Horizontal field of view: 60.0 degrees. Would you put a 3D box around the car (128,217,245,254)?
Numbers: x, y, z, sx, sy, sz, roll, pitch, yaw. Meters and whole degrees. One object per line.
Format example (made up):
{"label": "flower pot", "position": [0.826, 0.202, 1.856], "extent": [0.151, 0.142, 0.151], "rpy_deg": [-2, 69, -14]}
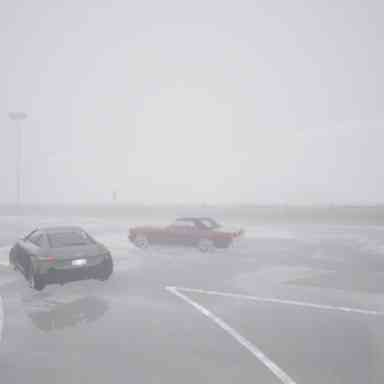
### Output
{"label": "car", "position": [-0.320, 1.713, 13.885], "extent": [4.718, 1.301, 1.895], "rpy_deg": [-1, 0, 25]}

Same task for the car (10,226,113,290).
{"label": "car", "position": [-3.890, 1.677, 9.619], "extent": [1.994, 1.385, 4.181], "rpy_deg": [0, -1, -36]}
